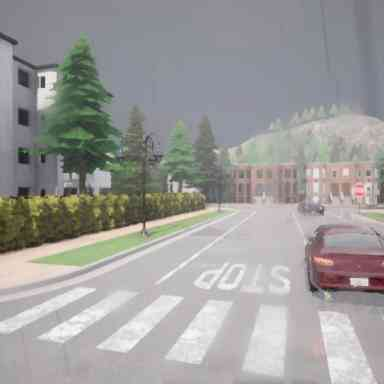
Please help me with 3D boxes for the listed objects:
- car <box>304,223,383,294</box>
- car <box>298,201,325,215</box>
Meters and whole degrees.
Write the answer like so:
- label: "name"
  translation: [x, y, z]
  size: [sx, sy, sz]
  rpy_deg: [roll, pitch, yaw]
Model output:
- label: "car"
  translation: [3.880, 1.515, 8.375]
  size: [1.812, 1.442, 4.674]
  rpy_deg: [-2, -1, 19]
- label: "car"
  translation: [11.580, 1.520, 32.700]
  size: [1.895, 1.301, 4.718]
  rpy_deg: [0, 0, 10]
